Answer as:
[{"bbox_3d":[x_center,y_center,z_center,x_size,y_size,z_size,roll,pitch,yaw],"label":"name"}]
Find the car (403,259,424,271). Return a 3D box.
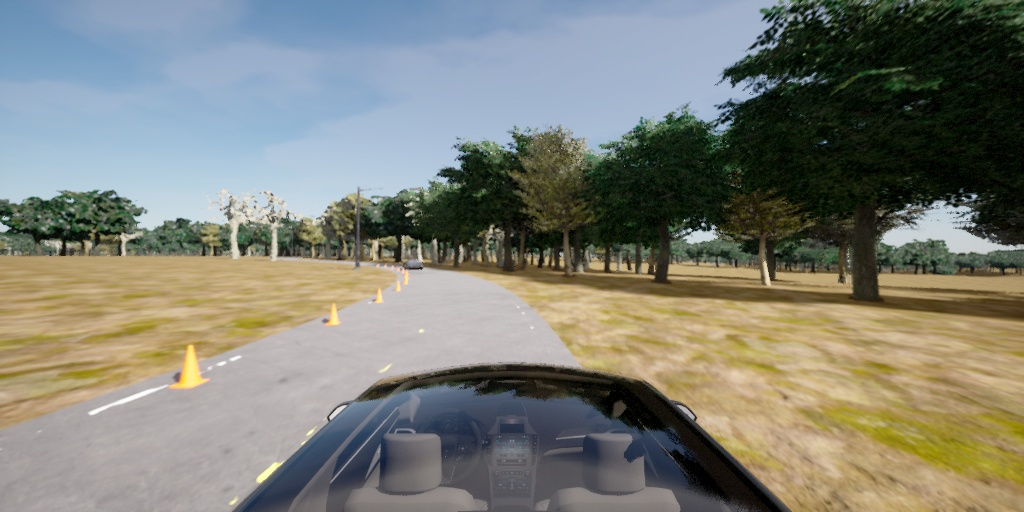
[{"bbox_3d":[-12.761,1.135,46.237,2.033,1.411,5.357,1,0,-26],"label":"car"}]

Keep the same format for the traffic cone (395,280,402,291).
[{"bbox_3d":[-6.346,1.645,19.980,0.340,0.580,0.340,0,0,-10],"label":"traffic cone"}]

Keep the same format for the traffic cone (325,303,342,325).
[{"bbox_3d":[-5.145,1.657,10.340,0.340,0.580,0.340,0,0,-4],"label":"traffic cone"}]

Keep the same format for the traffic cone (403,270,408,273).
[{"bbox_3d":[-8.542,1.621,29.443,0.340,0.580,0.340,0,0,-16],"label":"traffic cone"}]

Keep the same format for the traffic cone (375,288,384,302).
[{"bbox_3d":[-5.619,1.652,15.176,0.340,0.580,0.340,0,0,-7],"label":"traffic cone"}]

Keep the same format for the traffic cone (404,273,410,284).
[{"bbox_3d":[-7.321,1.635,24.740,0.340,0.580,0.340,0,0,-13],"label":"traffic cone"}]

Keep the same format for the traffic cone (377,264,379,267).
[{"bbox_3d":[-20.818,1.387,55.758,0.340,0.580,0.340,0,0,-34],"label":"traffic cone"}]

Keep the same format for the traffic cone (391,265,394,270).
[{"bbox_3d":[-15.818,1.496,47.429,0.340,0.580,0.340,0,0,-28],"label":"traffic cone"}]

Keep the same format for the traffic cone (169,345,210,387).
[{"bbox_3d":[-4.922,1.660,5.487,0.340,0.580,0.340,0,0,-1],"label":"traffic cone"}]

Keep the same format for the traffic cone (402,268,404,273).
[{"bbox_3d":[-10.008,1.602,34.075,0.340,0.580,0.340,0,0,-19],"label":"traffic cone"}]

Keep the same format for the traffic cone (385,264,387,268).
[{"bbox_3d":[-18.210,1.446,51.658,0.340,0.580,0.340,0,0,-31],"label":"traffic cone"}]

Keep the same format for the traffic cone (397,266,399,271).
[{"bbox_3d":[-13.650,1.539,43.081,0.340,0.580,0.340,0,0,-25],"label":"traffic cone"}]
